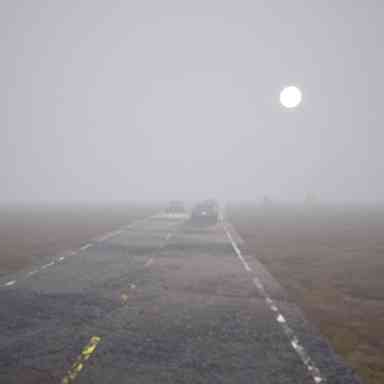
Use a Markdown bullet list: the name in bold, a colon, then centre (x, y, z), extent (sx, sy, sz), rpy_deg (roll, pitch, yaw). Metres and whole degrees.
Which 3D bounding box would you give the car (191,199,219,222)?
- **car**: centre (0.997, 1.497, 25.878), extent (1.994, 1.385, 4.181), rpy_deg (0, 0, 4)

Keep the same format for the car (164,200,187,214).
- **car**: centre (-1.607, 1.474, 34.085), extent (1.994, 1.385, 4.181), rpy_deg (0, 0, 5)
